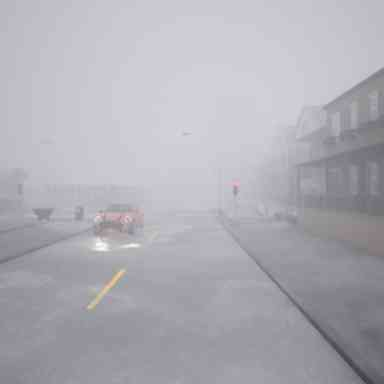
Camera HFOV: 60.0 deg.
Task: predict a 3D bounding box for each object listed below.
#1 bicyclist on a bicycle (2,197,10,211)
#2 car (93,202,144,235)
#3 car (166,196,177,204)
[{"bbox_3d":[-21.741,1.396,38.839,0.582,1.620,1.656,0,0,0],"label":"bicyclist on a bicycle"},{"bbox_3d":[-4.041,1.374,18.897,2.097,1.767,4.553,0,0,1],"label":"car"},{"bbox_3d":[-4.011,1.599,65.407,1.812,1.442,4.674,0,-1,1],"label":"car"}]
